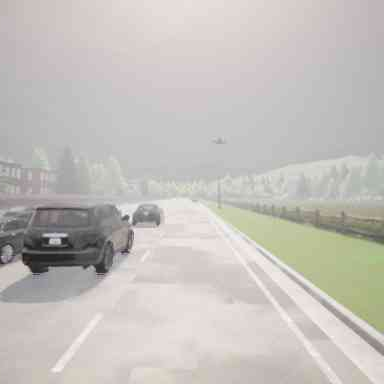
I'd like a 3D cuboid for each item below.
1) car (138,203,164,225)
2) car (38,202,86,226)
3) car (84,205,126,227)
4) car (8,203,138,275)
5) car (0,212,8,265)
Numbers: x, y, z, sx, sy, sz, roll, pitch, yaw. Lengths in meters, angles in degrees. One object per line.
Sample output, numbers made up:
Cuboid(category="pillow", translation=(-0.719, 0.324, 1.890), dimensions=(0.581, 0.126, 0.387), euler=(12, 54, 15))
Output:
Cuboid(category="car", translation=(-3.461, 1.710, 27.217), dimensions=(2.097, 1.767, 4.553), euler=(0, -1, 0))
Cuboid(category="car", translation=(-10.462, 1.710, 27.224), dimensions=(2.097, 1.767, 4.553), euler=(0, -1, 1))
Cuboid(category="car", translation=(-6.962, 1.852, 27.299), dimensions=(2.128, 1.511, 4.902), euler=(0, -1, 0))
Cuboid(category="car", translation=(-3.469, 1.371, 11.164), dimensions=(2.150, 2.045, 5.566), euler=(0, 0, 0))
Cuboid(category="car", translation=(-6.958, 1.669, 12.337), dimensions=(1.837, 1.490, 4.892), euler=(0, 0, 0))
